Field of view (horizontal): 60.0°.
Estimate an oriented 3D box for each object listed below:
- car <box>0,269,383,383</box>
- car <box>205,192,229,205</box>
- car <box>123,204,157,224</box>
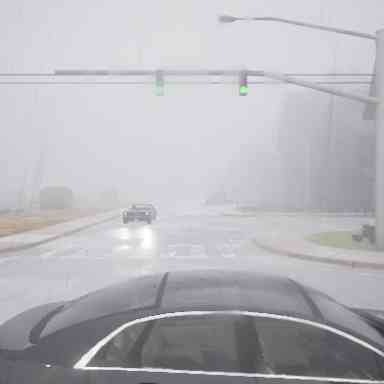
[{"bbox_3d":[0.643,1.585,3.120,4.892,1.490,1.837,0,0,1],"label":"car"},{"bbox_3d":[3.932,0.991,52.665,1.905,1.878,3.866,-8,4,-42],"label":"car"},{"bbox_3d":[-3.685,1.522,24.048,1.895,1.301,4.718,0,0,0],"label":"car"}]
